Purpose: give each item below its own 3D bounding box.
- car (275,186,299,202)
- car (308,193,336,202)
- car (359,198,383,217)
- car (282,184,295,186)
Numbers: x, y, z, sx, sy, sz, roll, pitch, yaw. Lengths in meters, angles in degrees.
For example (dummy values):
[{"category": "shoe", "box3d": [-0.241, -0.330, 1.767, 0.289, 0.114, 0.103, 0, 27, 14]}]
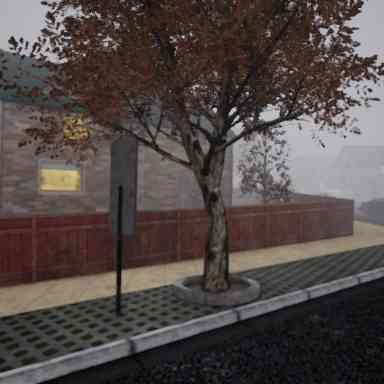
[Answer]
[{"category": "car", "box3d": [12.158, 0.353, 42.255, 1.882, 1.535, 5.008, 1, 2, -3]}, {"category": "car", "box3d": [12.721, 0.782, 31.976, 1.994, 1.385, 4.181, 1, 2, -3]}, {"category": "car", "box3d": [13.274, 1.105, 22.022, 2.033, 1.411, 5.357, 1, 2, -3]}, {"category": "car", "box3d": [14.555, -0.156, 52.138, 2.150, 2.045, 5.566, 1, 2, -3]}]
